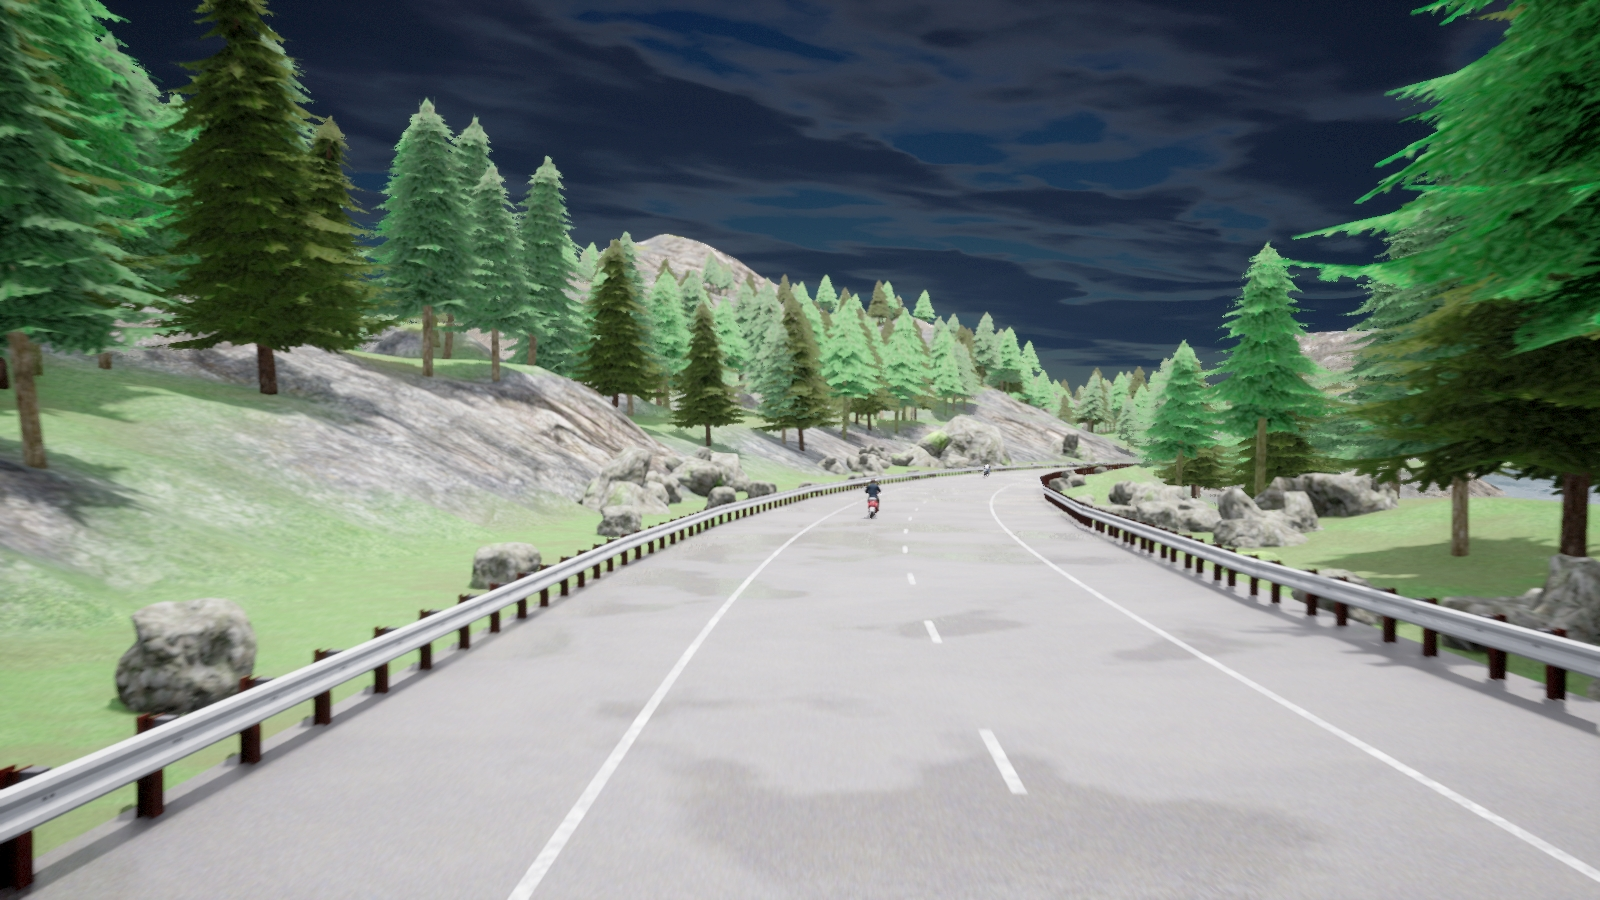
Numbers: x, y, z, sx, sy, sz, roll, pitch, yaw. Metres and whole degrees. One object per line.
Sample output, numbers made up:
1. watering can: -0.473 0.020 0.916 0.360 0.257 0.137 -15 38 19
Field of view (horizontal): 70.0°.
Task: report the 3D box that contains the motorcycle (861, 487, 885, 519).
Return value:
1. motorcycle: 3.038 2.183 47.420 0.856 1.236 1.805 0 0 7
